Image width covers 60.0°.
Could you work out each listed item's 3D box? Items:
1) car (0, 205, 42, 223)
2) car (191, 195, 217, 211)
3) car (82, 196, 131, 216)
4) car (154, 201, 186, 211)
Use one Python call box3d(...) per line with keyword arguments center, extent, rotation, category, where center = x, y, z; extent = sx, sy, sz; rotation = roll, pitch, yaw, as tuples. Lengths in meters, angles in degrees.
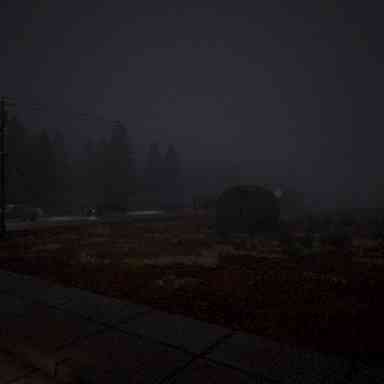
box3d(center=(-15.199, 1.815, 28.287), extent=(1.812, 1.442, 4.674), rotation=(-1, 0, 36), category="car")
box3d(center=(2.188, 1.473, 45.603), extent=(2.150, 2.045, 5.566), rotation=(-1, 0, 38), category="car")
box3d(center=(-9.246, 1.510, 36.346), extent=(2.150, 2.045, 5.566), rotation=(-1, -1, 37), category="car")
box3d(center=(-2.861, 1.887, 44.932), extent=(1.895, 1.301, 4.718), rotation=(-1, 0, 37), category="car")
